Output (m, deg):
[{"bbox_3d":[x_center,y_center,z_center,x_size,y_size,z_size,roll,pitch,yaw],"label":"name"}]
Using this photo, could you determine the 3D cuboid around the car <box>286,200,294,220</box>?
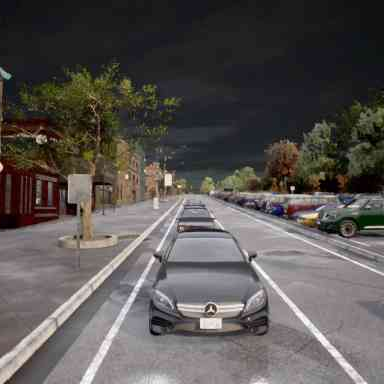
[{"bbox_3d":[9.237,1.506,22.658,4.674,1.452,2.002,0,0,0],"label":"car"}]

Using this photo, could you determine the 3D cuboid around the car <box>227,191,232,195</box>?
[{"bbox_3d":[8.998,1.138,59.107,4.553,1.767,2.185,0,1,0],"label":"car"}]

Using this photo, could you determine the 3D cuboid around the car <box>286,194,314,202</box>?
[{"bbox_3d":[21.988,1.188,67.985,4.892,1.521,2.231,0,1,0],"label":"car"}]

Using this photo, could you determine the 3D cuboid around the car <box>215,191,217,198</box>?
[{"bbox_3d":[8.797,1.064,81.533,5.008,1.535,2.097,0,1,0],"label":"car"}]

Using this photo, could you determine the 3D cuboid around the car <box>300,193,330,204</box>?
[{"bbox_3d":[22.074,1.135,59.658,4.553,1.767,2.185,0,1,0],"label":"car"}]

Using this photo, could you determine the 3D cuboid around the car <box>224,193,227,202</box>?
[{"bbox_3d":[8.944,1.279,61.912,4.674,1.452,2.002,0,1,0],"label":"car"}]

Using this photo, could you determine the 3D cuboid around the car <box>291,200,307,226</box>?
[{"bbox_3d":[9.070,1.466,19.853,5.366,1.575,1.946,0,0,0],"label":"car"}]

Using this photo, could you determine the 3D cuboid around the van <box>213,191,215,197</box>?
[{"bbox_3d":[8.624,0.763,89.939,4.442,1.987,1.878,0,1,0],"label":"van"}]

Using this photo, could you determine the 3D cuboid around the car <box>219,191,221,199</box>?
[{"bbox_3d":[8.877,0.938,67.515,5.566,2.045,2.435,0,1,0],"label":"car"}]

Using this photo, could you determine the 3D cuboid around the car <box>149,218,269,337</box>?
[{"bbox_3d":[0.251,1.524,6.843,1.812,1.442,4.674,0,0,0],"label":"car"}]

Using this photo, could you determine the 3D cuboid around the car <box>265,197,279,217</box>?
[{"bbox_3d":[9.188,1.460,28.264,5.008,1.535,2.097,0,0,0],"label":"car"}]

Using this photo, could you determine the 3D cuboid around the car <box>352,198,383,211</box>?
[{"bbox_3d":[22.214,1.451,40.228,4.792,1.488,2.163,0,0,0],"label":"car"}]

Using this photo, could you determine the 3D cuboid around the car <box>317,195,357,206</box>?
[{"bbox_3d":[22.290,1.332,51.332,5.366,1.575,1.946,0,1,0],"label":"car"}]

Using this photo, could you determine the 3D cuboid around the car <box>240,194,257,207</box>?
[{"bbox_3d":[9.097,1.408,42.287,4.892,1.521,2.231,0,0,0],"label":"car"}]

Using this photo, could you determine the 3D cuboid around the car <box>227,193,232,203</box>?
[{"bbox_3d":[8.981,1.290,56.305,4.892,1.521,2.231,0,1,0],"label":"car"}]

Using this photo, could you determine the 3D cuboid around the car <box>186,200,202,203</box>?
[{"bbox_3d":[0.212,1.442,29.870,2.128,1.511,4.902,0,0,0],"label":"car"}]

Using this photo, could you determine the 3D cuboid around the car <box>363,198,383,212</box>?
[{"bbox_3d":[22.177,1.468,37.445,4.792,1.488,2.163,0,0,0],"label":"car"}]

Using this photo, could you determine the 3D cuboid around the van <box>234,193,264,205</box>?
[{"bbox_3d":[9.125,1.088,53.501,4.442,1.987,1.878,0,1,0],"label":"van"}]

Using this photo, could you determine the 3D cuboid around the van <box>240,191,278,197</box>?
[{"bbox_3d":[9.187,1.163,45.093,4.442,1.987,1.878,0,0,0],"label":"van"}]

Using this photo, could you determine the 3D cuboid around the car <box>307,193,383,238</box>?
[{"bbox_3d":[9.247,1.221,17.050,5.566,2.045,2.435,0,0,0],"label":"car"}]

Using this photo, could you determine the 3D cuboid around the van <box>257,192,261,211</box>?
[{"bbox_3d":[9.269,1.222,33.873,4.442,1.987,1.878,0,0,0],"label":"van"}]

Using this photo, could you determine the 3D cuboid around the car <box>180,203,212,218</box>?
[{"bbox_3d":[0.189,1.532,17.422,2.033,1.411,5.357,0,0,0],"label":"car"}]

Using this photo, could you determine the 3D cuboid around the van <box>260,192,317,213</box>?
[{"bbox_3d":[9.056,1.230,31.070,4.442,1.987,1.878,0,0,0],"label":"van"}]

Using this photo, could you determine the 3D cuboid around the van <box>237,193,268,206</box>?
[{"bbox_3d":[9.145,1.113,50.698,4.442,1.987,1.878,0,1,0],"label":"van"}]

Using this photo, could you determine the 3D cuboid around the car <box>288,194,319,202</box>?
[{"bbox_3d":[21.817,1.208,65.207,5.366,1.575,1.946,0,1,0],"label":"car"}]

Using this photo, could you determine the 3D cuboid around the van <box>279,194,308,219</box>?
[{"bbox_3d":[9.331,1.237,25.461,4.442,1.987,1.878,0,0,0],"label":"van"}]

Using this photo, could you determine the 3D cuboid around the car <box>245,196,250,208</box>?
[{"bbox_3d":[9.108,1.465,39.484,4.674,1.452,2.002,0,0,0],"label":"car"}]

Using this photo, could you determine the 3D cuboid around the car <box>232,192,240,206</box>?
[{"bbox_3d":[9.021,1.113,47.892,5.566,2.045,2.435,0,1,0],"label":"car"}]

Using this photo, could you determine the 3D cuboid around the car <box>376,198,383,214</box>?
[{"bbox_3d":[22.411,1.444,34.675,5.366,1.575,1.946,0,0,0],"label":"car"}]

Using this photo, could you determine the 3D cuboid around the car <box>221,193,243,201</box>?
[{"bbox_3d":[8.833,1.014,73.122,4.553,1.767,2.185,0,1,0],"label":"car"}]

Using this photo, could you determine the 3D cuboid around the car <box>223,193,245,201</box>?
[{"bbox_3d":[8.854,1.039,70.319,4.553,1.767,2.185,0,1,0],"label":"car"}]

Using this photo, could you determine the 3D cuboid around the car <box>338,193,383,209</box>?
[{"bbox_3d":[22.137,1.153,43.001,5.566,2.045,2.435,0,0,0],"label":"car"}]

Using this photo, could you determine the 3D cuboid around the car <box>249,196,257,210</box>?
[{"bbox_3d":[9.161,1.469,36.676,4.792,1.488,2.163,0,0,0],"label":"car"}]

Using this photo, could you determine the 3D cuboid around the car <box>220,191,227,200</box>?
[{"bbox_3d":[8.897,0.963,64.712,5.566,2.045,2.435,0,1,0],"label":"car"}]
